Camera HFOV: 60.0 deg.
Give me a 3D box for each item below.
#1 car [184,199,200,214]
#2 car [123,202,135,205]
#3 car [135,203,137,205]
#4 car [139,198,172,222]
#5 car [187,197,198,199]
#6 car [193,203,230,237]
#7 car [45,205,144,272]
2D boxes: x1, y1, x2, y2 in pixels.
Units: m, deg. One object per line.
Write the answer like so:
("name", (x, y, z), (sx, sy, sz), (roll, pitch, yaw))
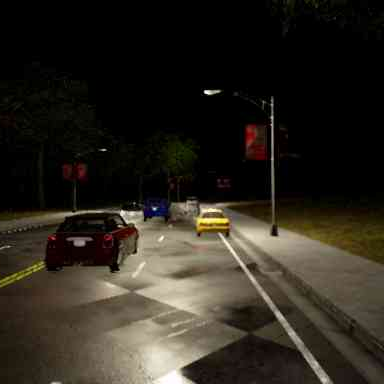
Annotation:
("car", (0.071, 2.017, 42.139), (1.812, 1.442, 4.674), (0, -1, 1))
("car", (-9.726, 2.209, 51.747), (1.895, 1.301, 4.718), (0, -1, 1))
("car", (-6.504, 1.920, 48.429), (2.097, 1.767, 4.553), (0, -1, 1))
("car", (-3.120, 1.572, 30.546), (2.150, 2.045, 5.566), (0, -1, 0))
("car", (0.119, 1.874, 55.597), (2.150, 2.045, 5.566), (0, -1, 3))
("car", (1.156, 1.677, 19.579), (1.801, 1.575, 5.366), (0, -1, 0))
("car", (-3.139, 1.480, 11.413), (2.097, 1.767, 4.553), (0, -1, 0))
